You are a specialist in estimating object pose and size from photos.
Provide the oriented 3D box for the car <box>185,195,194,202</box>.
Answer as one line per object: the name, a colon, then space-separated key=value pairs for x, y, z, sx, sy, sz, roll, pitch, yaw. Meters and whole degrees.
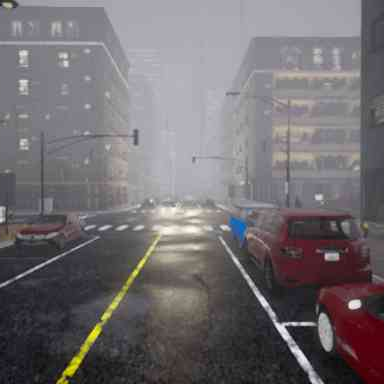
car: x=-0.552 y=1.434 z=76.018 sx=1.812 sy=1.442 sz=4.674 roll=0 pitch=0 yaw=0

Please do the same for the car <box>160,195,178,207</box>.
car: x=-3.443 y=1.538 z=49.621 sx=1.895 sy=1.301 sz=4.718 roll=0 pitch=0 yaw=0

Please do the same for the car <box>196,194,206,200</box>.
car: x=2.226 y=1.471 z=63.152 sx=1.887 sy=1.381 sz=4.507 roll=0 pitch=0 yaw=0

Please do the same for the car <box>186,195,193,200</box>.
car: x=-0.625 y=1.339 z=86.053 sx=1.895 sy=1.301 sz=4.718 roll=0 pitch=0 yaw=0

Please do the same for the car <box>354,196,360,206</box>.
car: x=18.285 y=1.257 z=31.284 sx=4.718 sy=1.301 sz=1.895 roll=-1 pitch=1 yaw=-1

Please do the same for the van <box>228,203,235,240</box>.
van: x=2.583 y=1.321 z=14.189 sx=1.690 sy=1.788 sz=3.998 roll=0 pitch=0 yaw=0

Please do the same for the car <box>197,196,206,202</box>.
car: x=2.146 y=1.485 z=74.199 sx=1.947 sy=1.339 sz=4.313 roll=0 pitch=0 yaw=0

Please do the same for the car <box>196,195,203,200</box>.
car: x=2.022 y=1.435 z=90.939 sx=1.752 sy=1.417 sz=4.829 roll=0 pitch=0 yaw=0

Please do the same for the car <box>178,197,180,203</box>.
car: x=-3.495 y=1.488 z=65.757 sx=1.994 sy=1.385 sz=4.181 roll=0 pitch=0 yaw=0

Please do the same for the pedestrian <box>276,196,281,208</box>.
pedestrian: x=5.156 y=1.117 z=19.965 sx=0.375 sy=1.860 sz=0.375 roll=0 pitch=1 yaw=0

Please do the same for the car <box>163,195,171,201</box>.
car: x=-6.316 y=1.494 z=85.197 sx=1.802 sy=1.307 sz=4.206 roll=0 pitch=0 yaw=0

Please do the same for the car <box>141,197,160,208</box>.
car: x=-6.033 y=1.506 z=46.533 sx=1.947 sy=1.339 sz=4.313 roll=0 pitch=0 yaw=0

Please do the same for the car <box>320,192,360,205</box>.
car: x=15.517 y=0.987 z=33.817 sx=5.009 sy=1.841 sz=2.192 roll=-1 pitch=1 yaw=-1

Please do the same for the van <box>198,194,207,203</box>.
van: x=2.184 y=1.264 z=68.676 sx=1.690 sy=1.788 sz=3.998 roll=0 pitch=0 yaw=0

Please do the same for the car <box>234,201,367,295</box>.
car: x=2.623 y=1.302 z=8.661 sx=2.192 sy=1.841 sz=5.009 roll=0 pitch=0 yaw=0

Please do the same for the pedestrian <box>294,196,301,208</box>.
pedestrian: x=5.909 y=1.114 z=18.765 sx=0.375 sy=1.860 sz=0.375 roll=0 pitch=1 yaw=0

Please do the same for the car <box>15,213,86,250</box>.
car: x=-5.796 y=1.561 z=14.129 sx=1.802 sy=1.307 sz=4.206 roll=0 pitch=0 yaw=0

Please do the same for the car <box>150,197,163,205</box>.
car: x=-6.114 y=1.496 z=57.580 sx=1.947 sy=1.339 sz=4.313 roll=0 pitch=0 yaw=0

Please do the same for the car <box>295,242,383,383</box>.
car: x=2.666 y=1.540 z=3.133 sx=1.887 sy=1.381 sz=4.507 roll=0 pitch=0 yaw=0

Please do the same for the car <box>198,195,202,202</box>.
car: x=2.307 y=1.501 z=52.106 sx=1.947 sy=1.339 sz=4.313 roll=0 pitch=0 yaw=0

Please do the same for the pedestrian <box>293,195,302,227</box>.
pedestrian: x=6.160 y=1.115 z=19.372 sx=0.375 sy=1.860 sz=0.375 roll=0 pitch=1 yaw=0

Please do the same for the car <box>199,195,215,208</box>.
car: x=2.348 y=1.522 z=46.583 sx=1.802 sy=1.307 sz=4.206 roll=0 pitch=0 yaw=0

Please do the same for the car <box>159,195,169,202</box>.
car: x=-6.235 y=1.463 z=74.150 sx=1.887 sy=1.381 sz=4.507 roll=0 pitch=0 yaw=0
